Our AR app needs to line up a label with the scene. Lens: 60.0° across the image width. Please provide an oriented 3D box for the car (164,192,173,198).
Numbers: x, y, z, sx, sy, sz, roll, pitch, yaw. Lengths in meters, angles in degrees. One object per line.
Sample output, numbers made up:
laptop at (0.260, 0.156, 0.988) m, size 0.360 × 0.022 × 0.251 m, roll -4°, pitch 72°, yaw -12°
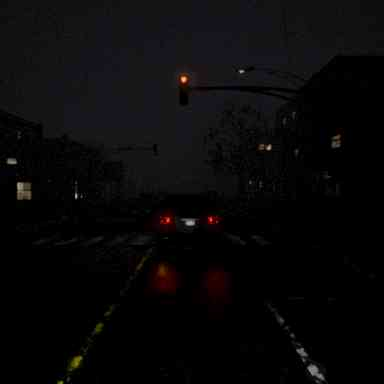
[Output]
car at (-5.649, 0.601, 81.130) m, size 1.887 × 1.381 × 4.507 m, roll -1°, pitch 1°, yaw 0°

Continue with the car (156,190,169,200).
car at (-5.661, 0.565, 64.496) m, size 2.192 × 1.841 × 5.009 m, roll -1°, pitch 1°, yaw 0°

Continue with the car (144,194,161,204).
car at (-5.668, 0.988, 47.868) m, size 1.887 × 1.381 × 4.507 m, roll -1°, pitch 1°, yaw 0°

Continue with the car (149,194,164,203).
car at (-5.665, 0.961, 53.412) m, size 1.802 × 1.307 × 4.206 m, roll -1°, pitch 1°, yaw 0°

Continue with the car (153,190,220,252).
car at (-0.286, 1.070, 13.299) m, size 2.150 × 2.045 × 5.566 m, roll 0°, pitch 0°, yaw -5°

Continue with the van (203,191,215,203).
van at (2.714, 0.721, 53.405) m, size 1.690 × 1.788 × 3.998 m, roll -1°, pitch 1°, yaw 0°

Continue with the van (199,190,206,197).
van at (2.732, 0.333, 86.667) m, size 1.690 × 1.788 × 3.998 m, roll -1°, pitch 1°, yaw 0°

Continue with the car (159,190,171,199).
car at (-5.657, 0.501, 70.040) m, size 2.192 × 1.841 × 5.009 m, roll -1°, pitch 1°, yaw 0°

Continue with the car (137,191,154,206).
car at (-5.672, 0.823, 42.322) m, size 2.192 × 1.841 × 5.009 m, roll -1°, pitch 1°, yaw 0°

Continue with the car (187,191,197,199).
car at (0.035, 0.684, 68.272) m, size 1.882 × 1.535 × 5.008 m, roll 0°, pitch 1°, yaw 0°

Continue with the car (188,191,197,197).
car at (0.042, 0.534, 78.722) m, size 1.994 × 1.385 × 4.181 m, roll 0°, pitch 1°, yaw 0°

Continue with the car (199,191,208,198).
car at (2.730, 0.497, 81.124) m, size 1.967 × 1.590 × 4.097 m, roll -1°, pitch 1°, yaw 0°
